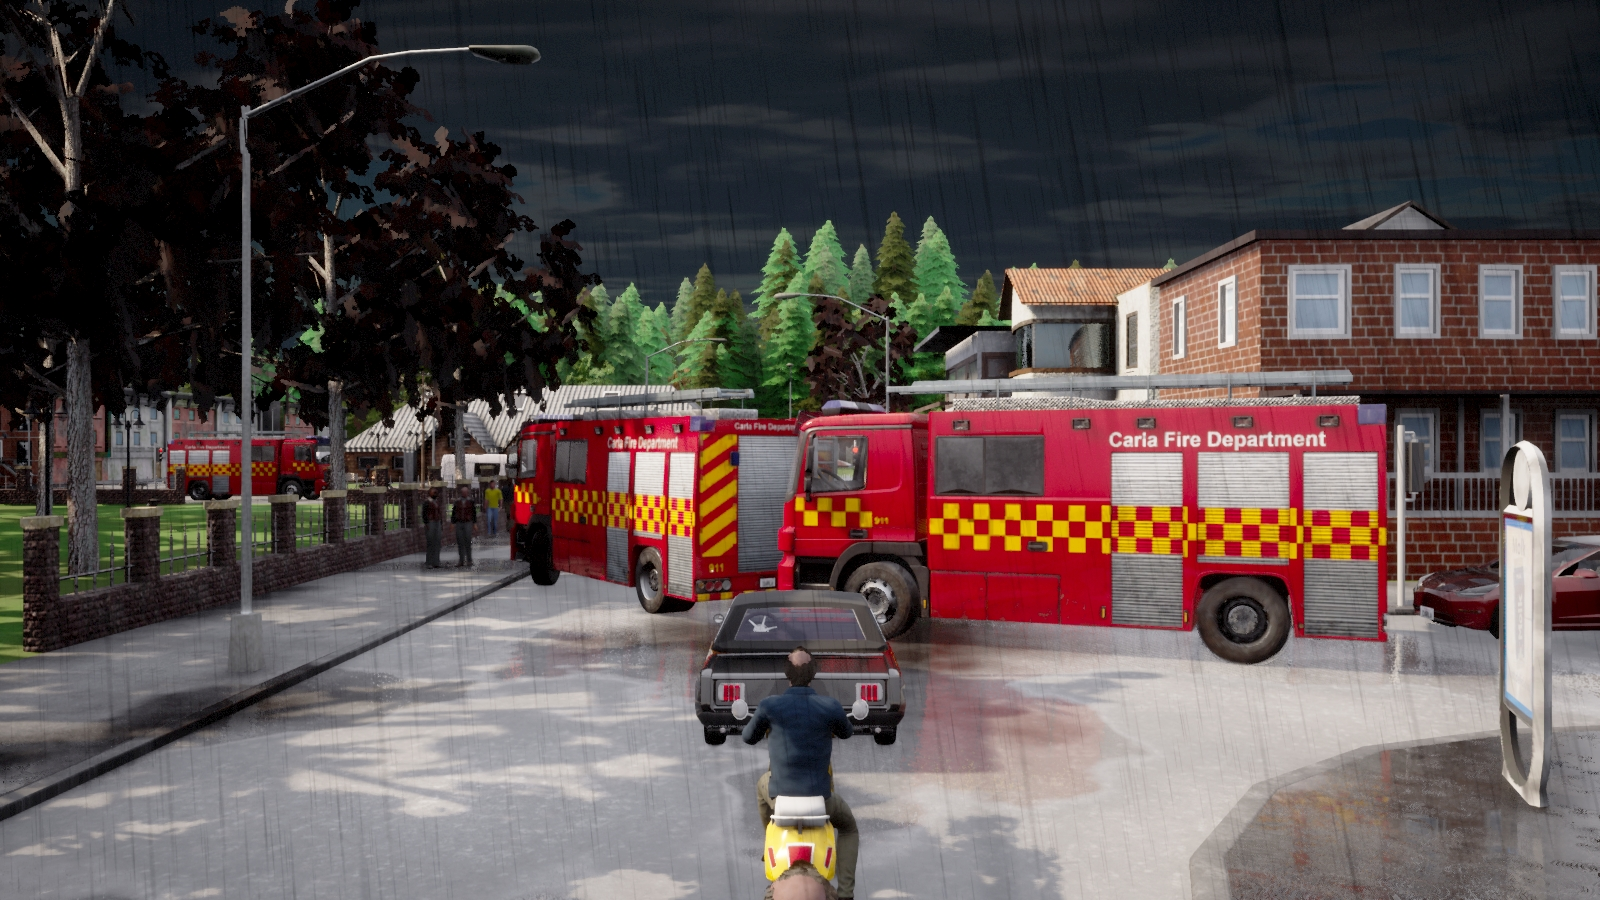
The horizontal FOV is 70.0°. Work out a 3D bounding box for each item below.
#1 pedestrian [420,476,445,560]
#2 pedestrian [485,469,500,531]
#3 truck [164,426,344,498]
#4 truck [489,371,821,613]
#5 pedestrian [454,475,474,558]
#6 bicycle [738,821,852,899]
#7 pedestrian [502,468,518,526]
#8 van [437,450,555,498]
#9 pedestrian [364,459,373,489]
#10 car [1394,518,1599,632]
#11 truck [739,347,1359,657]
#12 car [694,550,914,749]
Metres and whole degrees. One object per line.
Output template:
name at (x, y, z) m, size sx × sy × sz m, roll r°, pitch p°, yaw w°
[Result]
pedestrian at (-8.221, 1.514, 25.577) m, size 0.375 × 1.860 × 0.375 m, roll 0°, pitch 0°, yaw 34°
pedestrian at (-9.309, 1.511, 34.619) m, size 0.375 × 1.860 × 0.375 m, roll 0°, pitch 0°, yaw -3°
truck at (-29.853, 0.645, 62.699) m, size 8.468 × 3.827 × 2.891 m, roll 0°, pitch 0°, yaw 1°
truck at (-3.228, 0.662, 22.435) m, size 2.891 × 3.827 × 8.468 m, roll 0°, pitch 0°, yaw -34°
pedestrian at (-7.657, 1.514, 26.047) m, size 0.375 × 1.860 × 0.375 m, roll 0°, pitch 0°, yaw -4°
bicycle at (-0.015, 1.938, 3.086) m, size 0.329 × 1.271 × 1.835 m, roll 0°, pitch 0°, yaw 0°
pedestrian at (-9.371, 1.510, 36.915) m, size 0.375 × 1.860 × 0.375 m, roll 0°, pitch 0°, yaw 6°
van at (-16.613, 1.289, 62.612) m, size 5.915 × 2.561 × 1.988 m, roll 0°, pitch 0°, yaw 0°
pedestrian at (-26.827, 1.496, 71.011) m, size 0.375 × 1.860 × 0.375 m, roll 0°, pitch 0°, yaw 8°
car at (11.942, 1.835, 17.293) m, size 4.792 × 1.488 × 2.163 m, roll 0°, pitch 0°, yaw 0°
truck at (3.539, 0.662, 17.083) m, size 8.468 × 3.827 × 2.891 m, roll 0°, pitch 0°, yaw 22°
car at (0.033, 1.930, 12.217) m, size 1.895 × 1.301 × 4.718 m, roll 0°, pitch 0°, yaw 0°
